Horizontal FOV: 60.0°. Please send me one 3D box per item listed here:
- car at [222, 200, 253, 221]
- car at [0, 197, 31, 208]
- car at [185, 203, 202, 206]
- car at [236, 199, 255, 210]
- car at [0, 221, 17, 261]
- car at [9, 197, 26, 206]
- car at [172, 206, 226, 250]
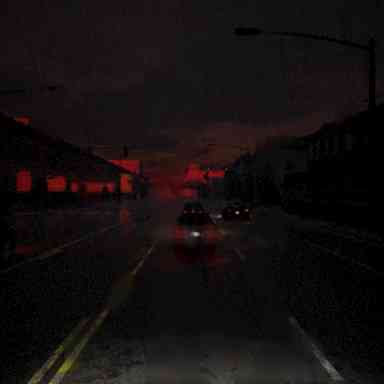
[{"bbox_3d":[3.600,1.622,28.238,1.994,1.385,4.181,0,0,0],"label":"car"},{"bbox_3d":[-27.202,1.558,50.199,2.038,1.542,4.974,0,0,29],"label":"car"},{"bbox_3d":[0.103,1.607,28.511,2.033,1.411,5.357,0,0,0],"label":"car"},{"bbox_3d":[6.171,1.623,41.594,1.812,1.442,4.674,0,0,36],"label":"car"},{"bbox_3d":[-7.004,1.524,9.600,1.837,1.490,4.892,0,0,0],"label":"car"},{"bbox_3d":[-27.226,1.400,50.153,1.853,1.218,4.536,0,0,29],"label":"car"},{"bbox_3d":[0.110,1.578,14.524,2.033,1.411,5.357,0,0,0],"label":"car"}]
